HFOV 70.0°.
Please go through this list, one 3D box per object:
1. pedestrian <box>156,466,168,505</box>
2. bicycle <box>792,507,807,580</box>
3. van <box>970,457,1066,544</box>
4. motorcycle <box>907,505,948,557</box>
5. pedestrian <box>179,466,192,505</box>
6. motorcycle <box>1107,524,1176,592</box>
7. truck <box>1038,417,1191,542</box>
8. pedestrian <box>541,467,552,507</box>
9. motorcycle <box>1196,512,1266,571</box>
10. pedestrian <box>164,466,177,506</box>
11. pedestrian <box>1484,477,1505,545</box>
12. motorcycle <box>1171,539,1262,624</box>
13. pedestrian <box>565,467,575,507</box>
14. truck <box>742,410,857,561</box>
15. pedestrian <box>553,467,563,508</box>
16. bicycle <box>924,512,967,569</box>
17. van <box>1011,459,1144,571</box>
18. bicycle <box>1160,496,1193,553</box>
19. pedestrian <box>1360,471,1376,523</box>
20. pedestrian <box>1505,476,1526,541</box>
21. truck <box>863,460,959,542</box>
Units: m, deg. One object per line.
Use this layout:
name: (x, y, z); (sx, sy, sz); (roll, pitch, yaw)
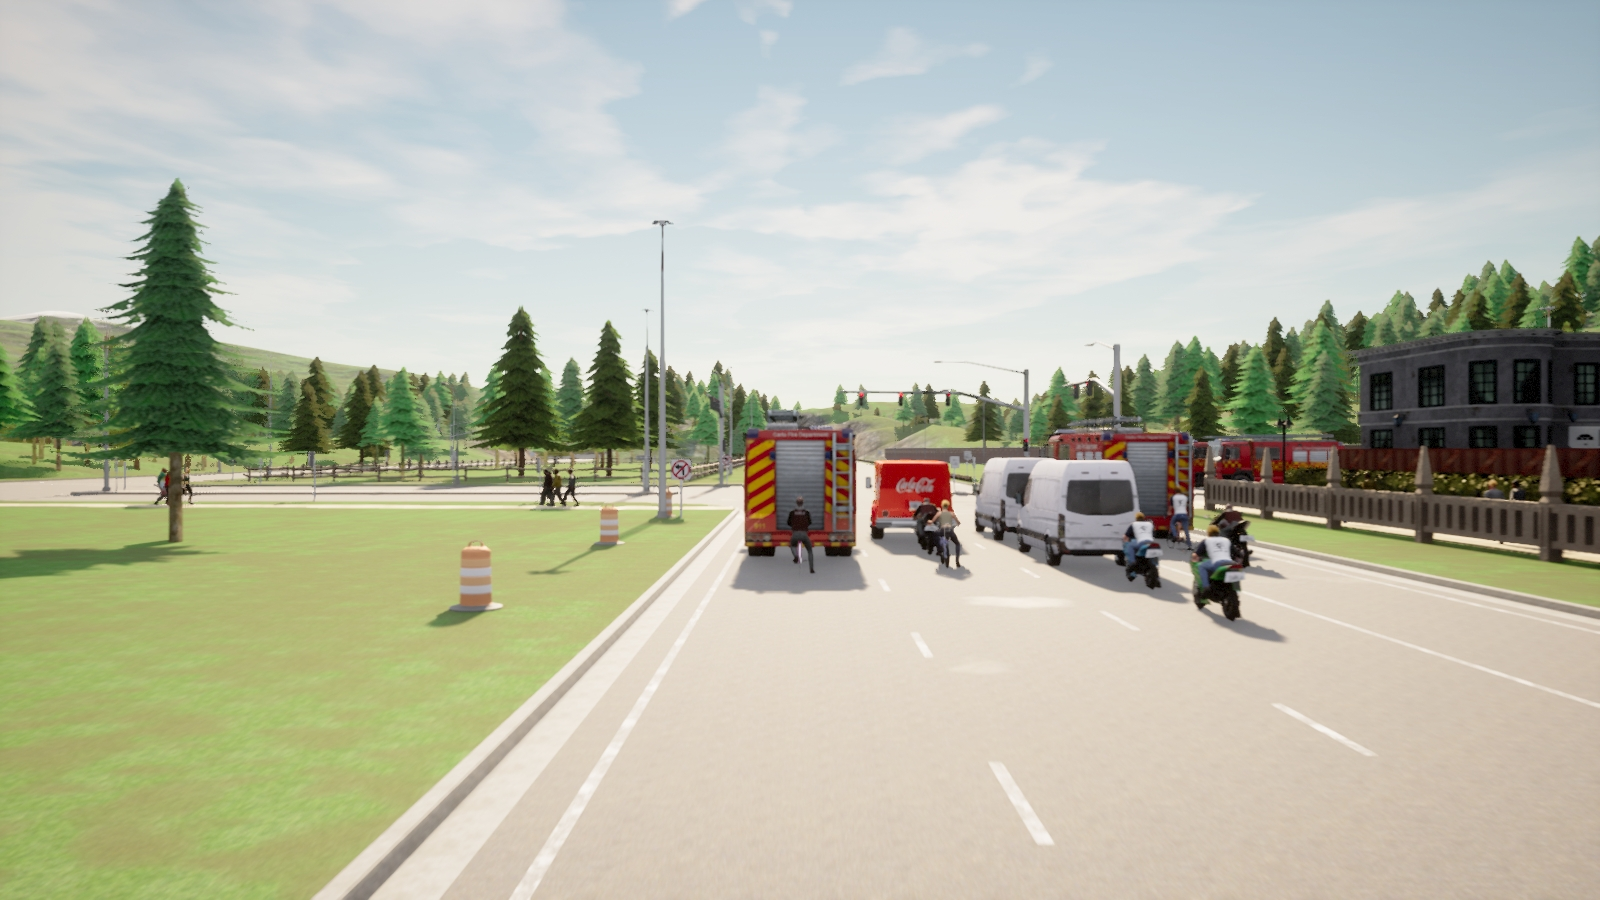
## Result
pedestrian: (-30.420, 1.697, 54.472); (0.375, 1.860, 0.375); (0, 0, 6)
bicycle: (-0.007, 2.060, 25.611); (0.329, 1.471, 1.835); (0, 0, 0)
van: (6.996, 1.534, 37.265); (1.988, 2.561, 5.915); (0, 0, 0)
motorcycle: (3.489, 2.205, 31.419); (0.867, 1.251, 2.209); (0, 0, 0)
pedestrian: (-29.225, 1.696, 54.340); (0.375, 1.860, 0.375); (0, 0, 6)
motorcycle: (6.999, 2.186, 23.506); (0.803, 1.199, 2.033); (0, 0, 0)
truck: (10.494, 0.891, 39.141); (2.891, 3.827, 8.468); (0, 0, 0)
pedestrian: (-11.704, 1.696, 52.766); (0.375, 1.860, 0.375); (0, 0, 7)
motorcycle: (10.499, 2.205, 27.901); (0.867, 1.251, 2.209); (0, 0, 0)
pedestrian: (-29.638, 1.696, 53.774); (0.375, 1.860, 0.375); (0, 0, 5)
pedestrian: (19.331, 1.696, 31.808); (0.375, 1.860, 0.375); (0, 0, 0)
motorcycle: (6.999, 2.186, 19.318); (0.803, 1.199, 2.033); (0, 0, 0)
pedestrian: (-10.595, 1.696, 52.643); (0.375, 1.860, 0.375); (0, 0, 6)
truck: (-0.006, 0.891, 33.064); (2.891, 3.827, 8.468); (0, 0, 0)
pedestrian: (-11.031, 1.696, 52.084); (0.375, 1.860, 0.375); (0, 0, 3)
bicycle: (3.481, 2.158, 27.482); (0.859, 1.277, 1.487); (0, 0, 0)
van: (6.994, 1.534, 29.504); (1.988, 2.561, 5.915); (0, 0, 0)
bicycle: (10.499, 2.056, 31.862); (0.373, 1.496, 1.643); (0, 0, 0)
pedestrian: (20.499, 1.699, 41.233); (0.375, 1.860, 0.375); (0, 0, 0)
pedestrian: (20.674, 1.697, 33.020); (0.375, 1.860, 0.375); (0, 0, -2)
truck: (3.507, 1.568, 37.212); (2.627, 2.467, 5.204); (0, 0, 0)
